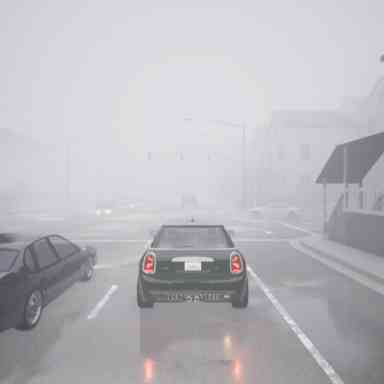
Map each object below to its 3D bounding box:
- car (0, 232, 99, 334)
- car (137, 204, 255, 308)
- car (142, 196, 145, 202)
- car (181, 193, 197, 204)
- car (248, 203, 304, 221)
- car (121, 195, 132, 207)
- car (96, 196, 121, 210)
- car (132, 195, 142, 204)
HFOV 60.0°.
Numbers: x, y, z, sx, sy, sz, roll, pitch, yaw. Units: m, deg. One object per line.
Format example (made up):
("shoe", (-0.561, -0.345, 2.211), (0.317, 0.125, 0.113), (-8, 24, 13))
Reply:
("car", (-3.488, 1.546, 6.798), (2.033, 1.411, 5.357), (0, 0, 0))
("car", (0.003, 1.350, 8.080), (2.097, 1.767, 4.553), (0, 0, 0))
("car", (-11.244, 1.503, 72.170), (2.128, 1.511, 4.902), (0, 0, -1))
("car", (-0.412, 1.209, 48.819), (2.150, 2.045, 5.566), (0, 0, 0))
("car", (7.057, 1.628, 28.180), (4.674, 1.442, 1.812), (1, 0, 9))
("car", (-11.125, 1.339, 51.828), (2.097, 1.767, 4.553), (0, 0, -1))
("car", (-11.042, 1.553, 43.173), (1.994, 1.385, 4.181), (0, 0, -1))
("car", (-11.198, 1.476, 61.897), (2.128, 1.511, 4.902), (0, 0, 0))
